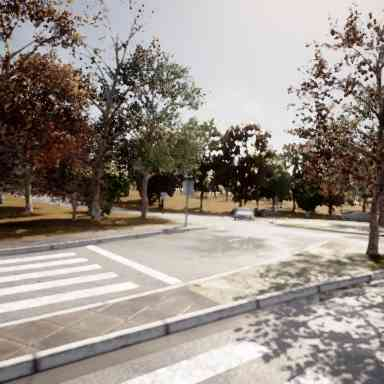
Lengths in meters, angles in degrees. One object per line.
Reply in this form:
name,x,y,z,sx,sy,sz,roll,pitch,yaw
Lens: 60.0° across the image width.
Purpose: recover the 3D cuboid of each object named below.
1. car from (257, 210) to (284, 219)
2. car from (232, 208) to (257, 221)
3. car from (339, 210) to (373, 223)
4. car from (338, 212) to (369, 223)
car,11.550,3.330,50.366,4.718,1.301,1.895,4,-3,-31
car,5.807,2.461,37.054,1.812,1.442,4.674,2,-2,16
car,26.406,3.976,53.655,4.553,1.767,2.097,3,-2,9
car,24.592,3.983,50.637,4.181,1.385,1.994,3,-2,6
